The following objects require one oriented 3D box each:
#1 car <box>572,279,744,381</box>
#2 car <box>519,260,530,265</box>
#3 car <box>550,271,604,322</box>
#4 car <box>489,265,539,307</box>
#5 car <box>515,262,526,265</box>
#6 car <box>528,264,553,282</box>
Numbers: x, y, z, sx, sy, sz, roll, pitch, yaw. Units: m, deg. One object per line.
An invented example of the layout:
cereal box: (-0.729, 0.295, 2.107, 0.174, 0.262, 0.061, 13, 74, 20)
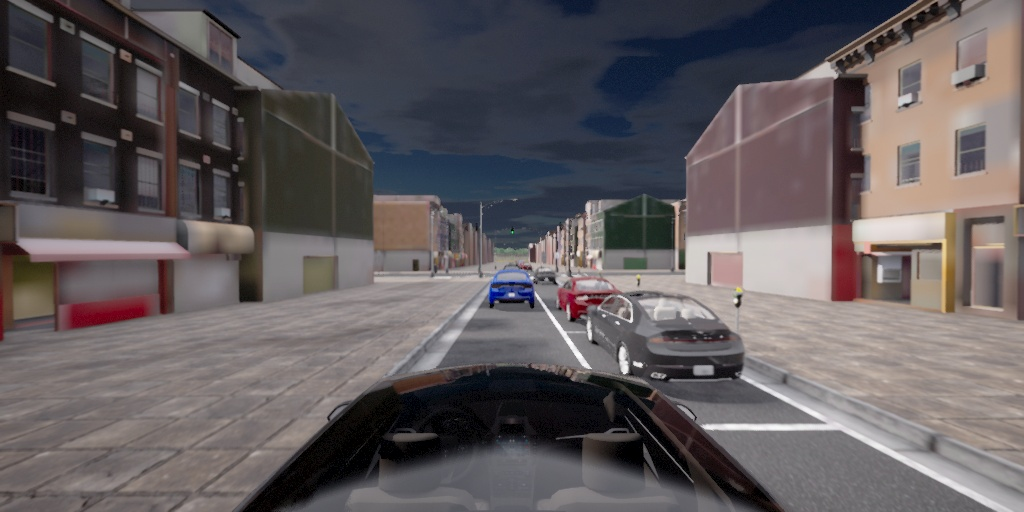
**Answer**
car: (2.633, 1.349, 7.089, 2.007, 1.370, 4.403, 0, 0, 0)
car: (2.599, 1.873, 61.713, 1.888, 1.381, 4.507, 0, 0, 0)
car: (2.630, 1.395, 12.634, 1.888, 1.381, 4.507, 0, 0, 0)
car: (-0.001, 1.362, 16.312, 1.882, 1.535, 5.008, 0, 0, 0)
car: (-0.011, 1.534, 31.154, 1.837, 1.490, 4.892, 0, 0, 0)
car: (2.620, 1.558, 29.270, 2.007, 1.370, 4.403, 0, 0, 0)
